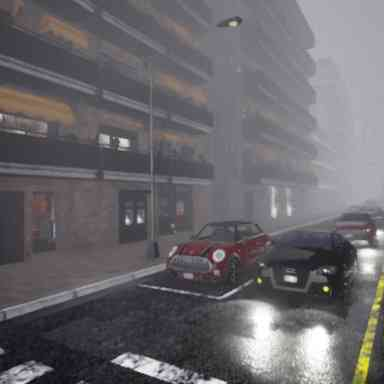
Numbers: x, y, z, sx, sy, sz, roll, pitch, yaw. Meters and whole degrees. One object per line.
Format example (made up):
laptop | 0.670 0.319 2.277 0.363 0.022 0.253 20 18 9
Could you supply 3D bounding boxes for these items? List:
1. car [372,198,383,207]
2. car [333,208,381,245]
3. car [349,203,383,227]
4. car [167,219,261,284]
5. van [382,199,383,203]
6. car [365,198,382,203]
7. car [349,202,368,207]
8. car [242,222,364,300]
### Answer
car | 43.355 2.429 77.222 2.192 1.841 5.009 -2 -2 32
car | 8.516 1.774 17.312 1.812 1.442 4.674 -2 -1 32
car | 13.948 1.849 25.880 2.128 1.511 4.902 -2 -2 32
car | 0.975 1.651 10.238 1.967 1.590 4.097 -2 -1 32
van | 40.330 2.381 72.438 1.690 1.788 3.998 -2 -2 32
car | 31.247 2.154 58.085 2.192 1.841 5.009 -2 -2 32
car | 19.140 2.160 38.940 1.802 1.307 4.206 -2 -2 32
car | 3.193 1.712 8.899 1.994 1.385 4.181 -2 -1 32
